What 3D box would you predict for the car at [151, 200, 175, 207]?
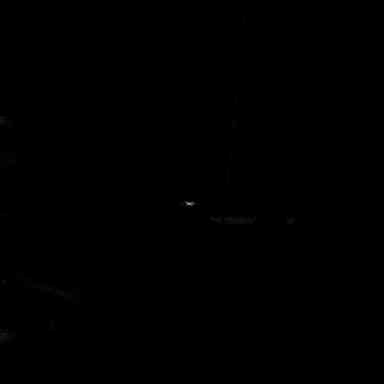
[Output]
[{"bbox_3d":[-5.458,2.199,63.930,2.033,1.411,5.357,0,0,36],"label":"car"}]
